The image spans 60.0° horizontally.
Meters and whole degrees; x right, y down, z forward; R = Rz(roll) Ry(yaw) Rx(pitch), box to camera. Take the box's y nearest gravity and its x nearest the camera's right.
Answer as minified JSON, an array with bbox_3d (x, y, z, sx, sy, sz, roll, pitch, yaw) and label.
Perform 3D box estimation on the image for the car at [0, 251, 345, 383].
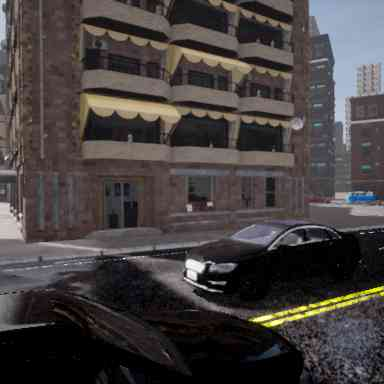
[{"bbox_3d":[-1.136,1.526,2.409,4.674,1.442,1.812,0,0,-30],"label":"car"}]

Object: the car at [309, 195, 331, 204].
[{"bbox_3d":[17.536,1.099,47.459,4.206,1.307,1.802,1,0,28],"label":"car"}]

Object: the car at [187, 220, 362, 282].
[{"bbox_3d":[2.118,1.490,8.257,4.902,1.511,2.128,0,0,-30],"label":"car"}]

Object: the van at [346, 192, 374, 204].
[{"bbox_3d":[26.496,0.874,52.245,3.998,1.788,1.690,1,0,28],"label":"van"}]
